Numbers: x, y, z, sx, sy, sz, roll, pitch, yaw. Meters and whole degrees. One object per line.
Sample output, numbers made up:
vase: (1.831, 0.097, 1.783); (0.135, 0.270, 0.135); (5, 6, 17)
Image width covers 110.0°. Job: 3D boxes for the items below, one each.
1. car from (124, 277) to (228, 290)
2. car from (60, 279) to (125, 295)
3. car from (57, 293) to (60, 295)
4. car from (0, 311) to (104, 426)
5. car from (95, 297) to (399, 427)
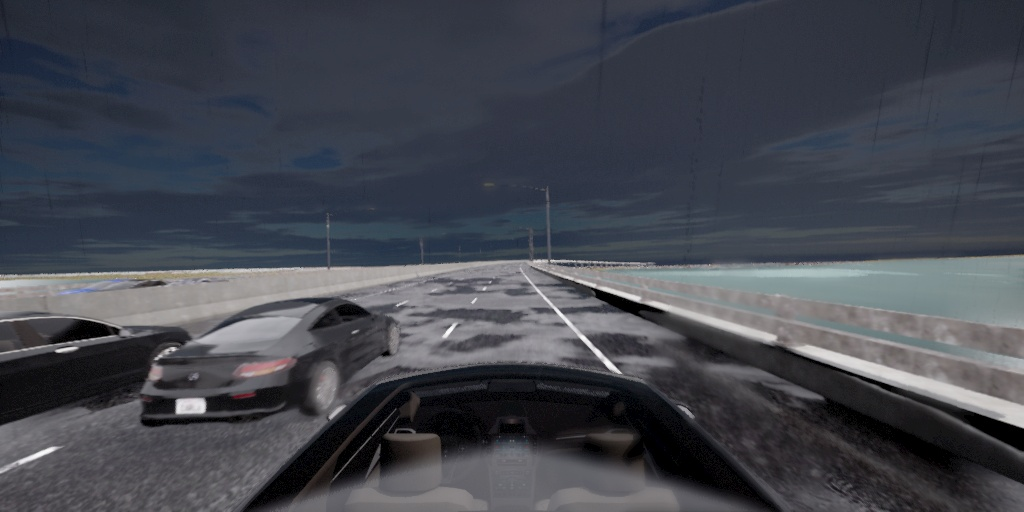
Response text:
car: (-17.720, 1.971, 19.929); (2.128, 1.511, 4.902); (-2, -1, 0)
car: (-21.217, 2.097, 20.092); (1.837, 1.490, 4.892); (-2, 0, 0)
car: (-24.732, 2.202, 22.297); (1.882, 1.535, 5.008); (-2, 0, 0)
car: (-6.869, 1.500, 4.785); (1.837, 1.490, 4.892); (-2, -1, -1)
car: (-3.386, 1.423, 6.048); (1.812, 1.442, 4.674); (-2, -1, -1)
